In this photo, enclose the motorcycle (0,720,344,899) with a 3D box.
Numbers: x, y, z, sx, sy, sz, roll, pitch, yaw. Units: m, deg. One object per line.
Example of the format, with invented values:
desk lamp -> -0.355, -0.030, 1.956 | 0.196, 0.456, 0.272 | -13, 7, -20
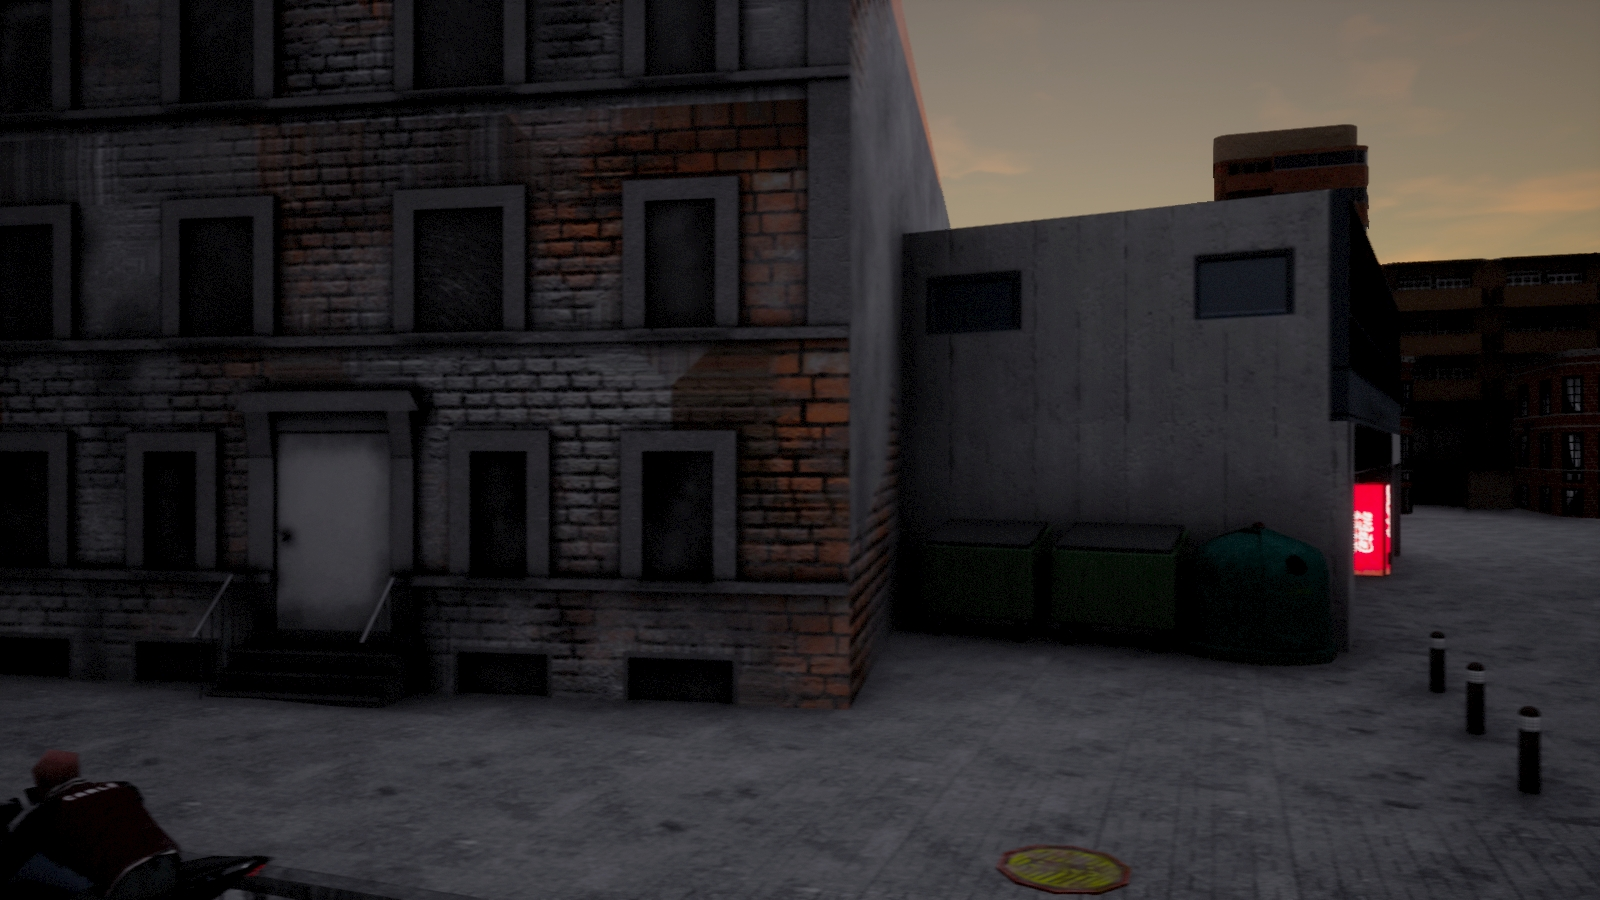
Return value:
motorcycle -> -3.191, 1.985, 4.985 | 2.209, 1.251, 0.867 | 0, 0, 20
